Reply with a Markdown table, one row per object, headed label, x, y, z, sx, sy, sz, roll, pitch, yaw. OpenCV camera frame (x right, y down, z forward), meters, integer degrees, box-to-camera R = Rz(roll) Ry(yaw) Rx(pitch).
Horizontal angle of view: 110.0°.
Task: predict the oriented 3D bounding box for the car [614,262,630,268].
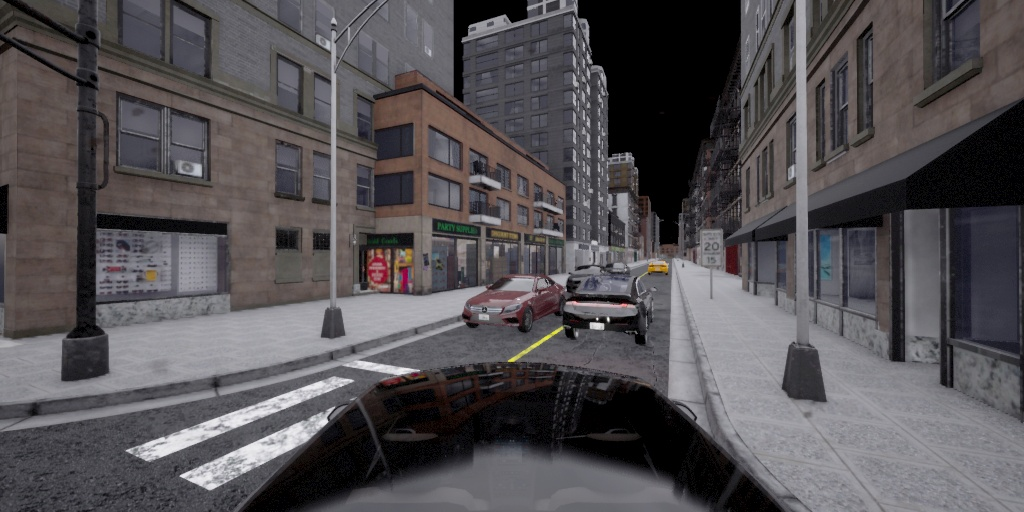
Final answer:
| label | x | y | z | sx | sy | sz | roll | pitch | yaw |
| --- | --- | --- | --- | --- | --- | --- | --- | --- | --- |
| car | 8.721 | 1.240 | 29.958 | 1.882 | 1.535 | 5.008 | 0 | 0 | 24 |

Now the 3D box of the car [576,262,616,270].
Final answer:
| label | x | y | z | sx | sy | sz | roll | pitch | yaw |
| --- | --- | --- | --- | --- | --- | --- | --- | --- | --- |
| car | 4.436 | 1.270 | 20.399 | 1.837 | 1.490 | 4.892 | 0 | 0 | 24 |

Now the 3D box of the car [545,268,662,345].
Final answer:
| label | x | y | z | sx | sy | sz | roll | pitch | yaw |
| --- | --- | --- | --- | --- | --- | --- | --- | --- | --- |
| car | 2.754 | 1.245 | 9.663 | 2.128 | 1.511 | 4.902 | 0 | 0 | 24 |

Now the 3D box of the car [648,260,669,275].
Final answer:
| label | x | y | z | sx | sy | sz | roll | pitch | yaw |
| --- | --- | --- | --- | --- | --- | --- | --- | --- | --- |
| car | 15.913 | 1.226 | 38.932 | 1.882 | 1.535 | 5.008 | 0 | 0 | 24 |

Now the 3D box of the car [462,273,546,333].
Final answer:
| label | x | y | z | sx | sy | sz | roll | pitch | yaw |
| --- | --- | --- | --- | --- | --- | --- | --- | --- | --- |
| car | 0.304 | 1.288 | 11.169 | 1.812 | 1.442 | 4.674 | 0 | 0 | 26 |
